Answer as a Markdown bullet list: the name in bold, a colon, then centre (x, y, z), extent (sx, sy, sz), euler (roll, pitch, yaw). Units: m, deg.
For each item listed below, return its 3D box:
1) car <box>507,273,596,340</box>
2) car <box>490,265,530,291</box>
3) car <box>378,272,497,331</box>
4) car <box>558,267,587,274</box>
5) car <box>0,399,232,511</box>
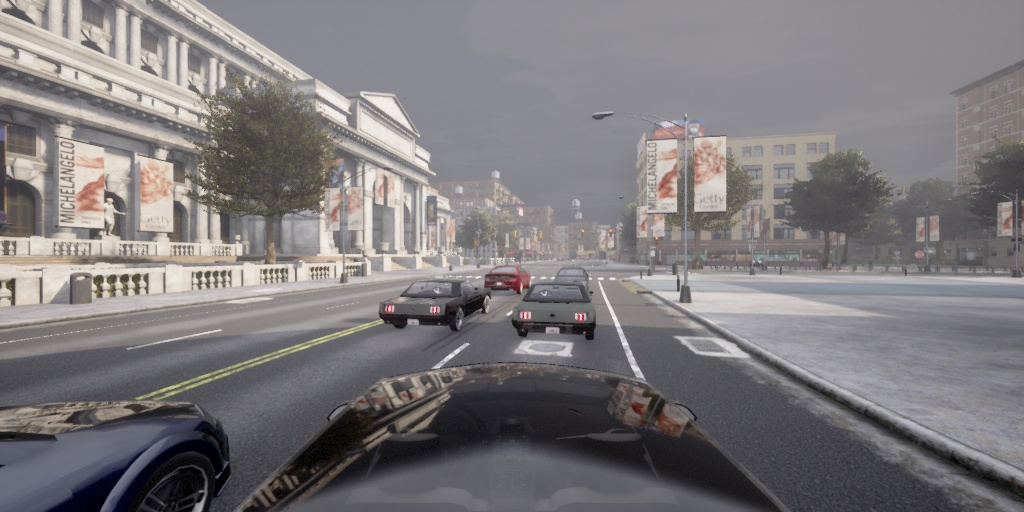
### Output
- **car**: centre (1.325, 1.350, 10.048), extent (1.895, 1.301, 4.718), euler (0, 0, 11)
- **car**: centre (-0.133, 1.226, 20.209), extent (1.882, 1.535, 5.008), euler (0, 0, 12)
- **car**: centre (-2.019, 1.350, 11.058), extent (1.895, 1.301, 4.718), euler (0, 0, 11)
- **car**: centre (3.260, 1.296, 19.398), extent (2.033, 1.411, 5.357), euler (0, 0, 12)
- **car**: centre (-3.157, 1.314, 1.070), extent (1.994, 1.385, 4.181), euler (0, 0, -2)
